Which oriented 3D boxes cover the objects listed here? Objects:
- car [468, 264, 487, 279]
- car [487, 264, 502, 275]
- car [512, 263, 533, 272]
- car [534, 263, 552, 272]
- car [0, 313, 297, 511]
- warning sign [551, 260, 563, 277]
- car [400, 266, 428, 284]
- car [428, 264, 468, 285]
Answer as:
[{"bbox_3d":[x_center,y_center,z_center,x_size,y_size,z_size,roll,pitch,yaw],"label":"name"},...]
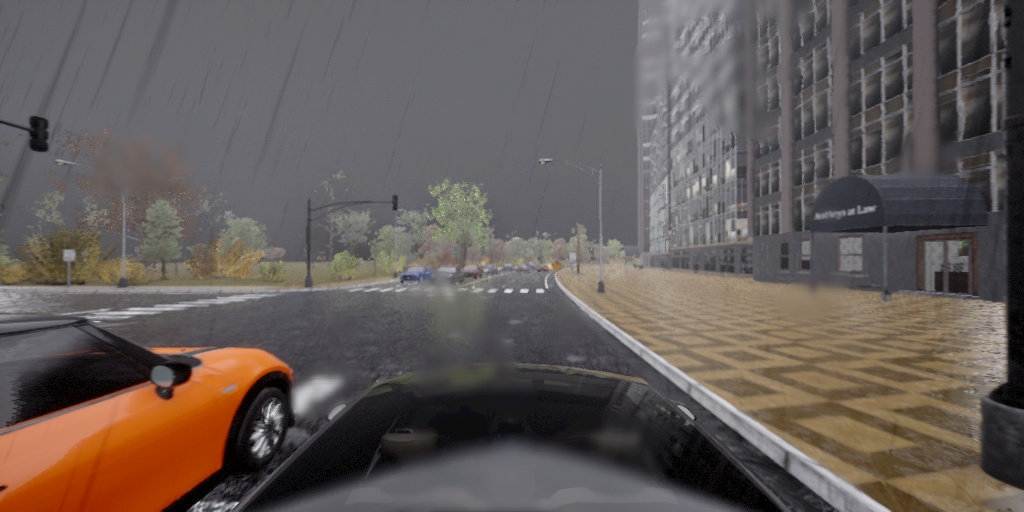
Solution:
[{"bbox_3d":[-4.441,1.714,39.740,1.882,1.535,5.008,0,-1,6],"label":"car"},{"bbox_3d":[-3.163,1.867,50.202,2.128,1.511,4.902,0,-1,8],"label":"car"},{"bbox_3d":[1.890,2.077,61.475,2.033,1.411,5.357,0,-1,10],"label":"car"},{"bbox_3d":[5.399,2.141,61.893,1.895,1.301,4.718,0,-1,10],"label":"car"},{"bbox_3d":[-3.277,1.102,1.969,2.097,1.767,4.553,0,-1,-3],"label":"car"},{"bbox_3d":[4.973,1.358,39.403,1.300,1.860,1.060,0,0,6],"label":"warning sign"},{"bbox_3d":[-8.418,1.614,32.366,1.882,1.535,5.008,0,-1,5],"label":"car"},{"bbox_3d":[-5.314,1.642,30.548,1.812,1.442,4.674,0,-1,5],"label":"car"}]
